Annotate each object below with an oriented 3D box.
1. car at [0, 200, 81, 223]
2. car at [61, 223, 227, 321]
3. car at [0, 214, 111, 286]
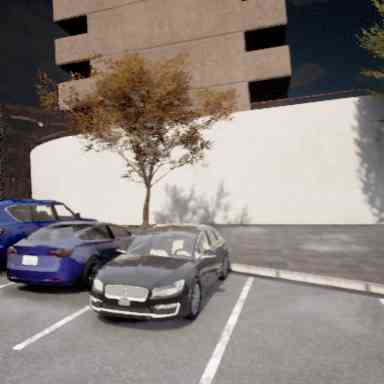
[{"bbox_3d":[-5.270,1.274,11.161,2.435,2.045,5.566,0,-1,16],"label":"car"},{"bbox_3d":[-0.393,1.511,7.603,2.231,1.521,4.892,0,-1,16],"label":"car"},{"bbox_3d":[-2.827,1.547,9.392,2.163,1.488,4.792,0,-1,16],"label":"car"}]
